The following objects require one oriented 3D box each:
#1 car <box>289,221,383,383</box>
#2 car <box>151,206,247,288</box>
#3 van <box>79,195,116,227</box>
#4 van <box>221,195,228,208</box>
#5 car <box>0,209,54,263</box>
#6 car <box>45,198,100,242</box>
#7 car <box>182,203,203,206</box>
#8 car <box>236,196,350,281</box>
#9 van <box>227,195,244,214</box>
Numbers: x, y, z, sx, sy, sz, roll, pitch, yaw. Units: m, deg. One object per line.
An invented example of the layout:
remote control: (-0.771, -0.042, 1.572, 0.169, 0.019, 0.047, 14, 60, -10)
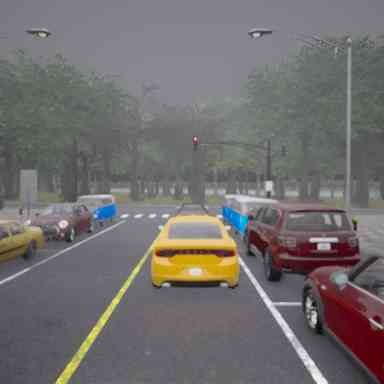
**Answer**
car: (2.759, 1.387, 3.894, 1.967, 1.590, 4.097, 0, 1, 0)
car: (0.073, 1.358, 8.936, 1.882, 1.535, 5.008, 0, 1, 0)
van: (-5.785, 1.074, 20.195, 1.690, 1.788, 3.998, 0, 1, 0)
van: (2.740, 1.074, 20.204, 1.690, 1.788, 3.998, 0, 1, 0)
car: (-5.772, 1.402, 9.153, 1.752, 1.417, 4.829, 0, 1, 0)
car: (-5.779, 1.244, 14.759, 1.967, 1.590, 4.097, 0, 1, 0)
car: (0.039, 1.310, 19.208, 1.994, 1.385, 4.181, 0, 1, 0)
car: (2.752, 1.190, 9.330, 2.192, 1.841, 5.009, 0, 1, 0)
van: (2.746, 1.145, 14.767, 1.690, 1.788, 3.998, 0, 1, 0)
